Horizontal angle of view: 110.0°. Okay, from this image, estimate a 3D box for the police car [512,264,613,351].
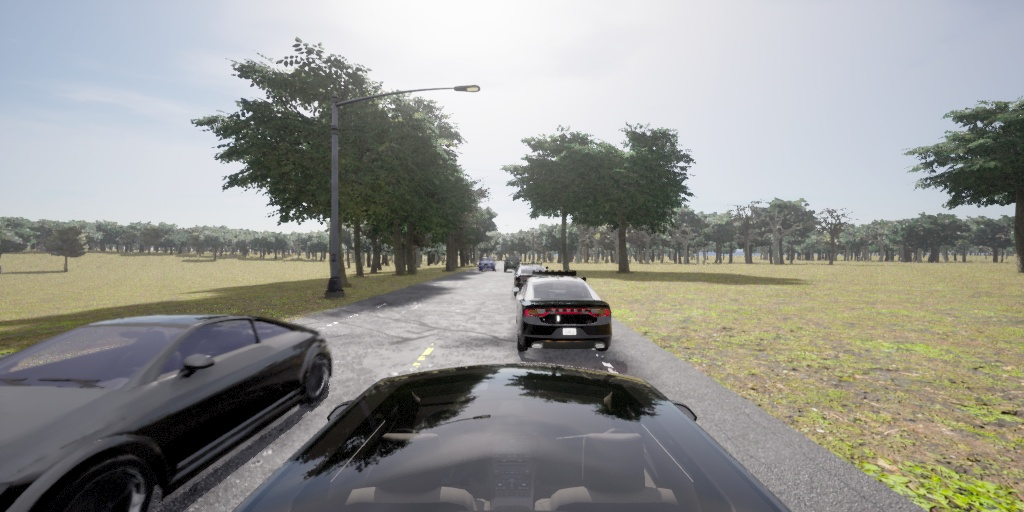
[{"bbox_3d":[1.047,1.173,9.117,1.930,1.638,5.238,0,0,0],"label":"police car"}]

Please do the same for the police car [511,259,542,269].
[{"bbox_3d":[1.043,1.173,19.119,1.930,1.638,5.238,0,0,0],"label":"police car"}]

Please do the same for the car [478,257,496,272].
[{"bbox_3d":[-3.519,1.127,50.914,2.150,2.045,5.566,0,0,0],"label":"car"}]

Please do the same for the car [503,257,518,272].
[{"bbox_3d":[0.014,1.106,48.479,2.150,2.045,5.566,0,-1,0],"label":"car"}]

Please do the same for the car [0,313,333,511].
[{"bbox_3d":[-3.599,1.313,3.532,1.994,1.385,4.181,0,0,0],"label":"car"}]
